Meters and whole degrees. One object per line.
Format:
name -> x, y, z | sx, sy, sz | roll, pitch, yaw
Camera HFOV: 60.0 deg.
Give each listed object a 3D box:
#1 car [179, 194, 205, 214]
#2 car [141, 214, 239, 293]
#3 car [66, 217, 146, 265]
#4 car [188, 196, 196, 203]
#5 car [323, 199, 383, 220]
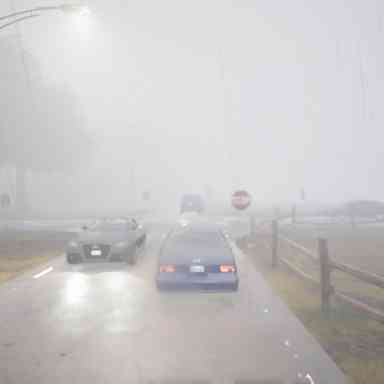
car -> 0.080, 1.244, 34.032 | 2.150, 2.045, 5.566 | 1, 0, 6
car -> 0.095, 1.549, 8.999 | 2.033, 1.411, 5.357 | 0, 0, 0
car -> -2.752, 1.568, 11.547 | 1.994, 1.385, 4.181 | 0, 0, 0
car -> -0.011, 1.742, 76.665 | 1.994, 1.385, 4.181 | 0, 0, 0
car -> 12.664, 1.340, 25.699 | 4.892, 1.490, 1.837 | -1, 1, 0
